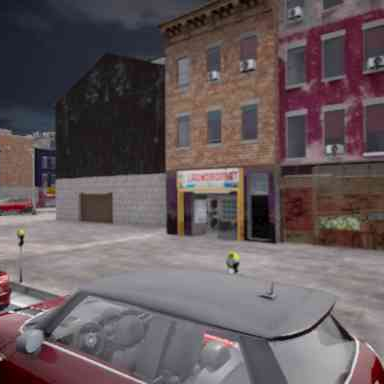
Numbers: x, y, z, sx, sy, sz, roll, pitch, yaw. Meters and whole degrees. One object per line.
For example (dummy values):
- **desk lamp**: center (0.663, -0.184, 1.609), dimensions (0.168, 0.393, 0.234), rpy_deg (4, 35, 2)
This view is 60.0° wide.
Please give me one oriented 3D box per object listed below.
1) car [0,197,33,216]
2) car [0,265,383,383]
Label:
- **car**: center (-21.265, 1.657, 39.035), dimensions (2.150, 2.045, 5.566), rpy_deg (-1, 0, 36)
- **car**: center (-0.480, 1.460, 3.150), dimensions (4.097, 1.590, 1.967), rpy_deg (-1, 0, 35)
